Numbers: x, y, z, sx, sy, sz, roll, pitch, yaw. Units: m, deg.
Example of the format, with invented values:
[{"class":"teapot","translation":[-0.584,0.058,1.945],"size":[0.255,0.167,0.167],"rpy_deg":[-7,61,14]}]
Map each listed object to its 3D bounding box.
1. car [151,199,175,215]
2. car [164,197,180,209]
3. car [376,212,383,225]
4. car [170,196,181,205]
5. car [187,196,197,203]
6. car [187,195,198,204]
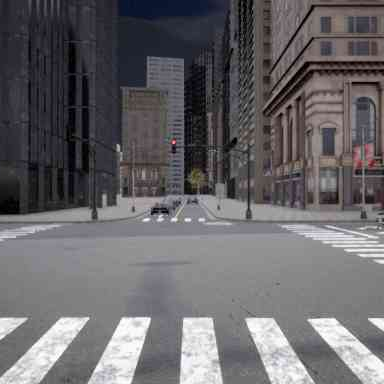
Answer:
[{"class":"car","translation":[-3.057,1.642,33.822],"size":[1.895,1.301,4.718],"rpy_deg":[0,0,0]},{"class":"car","translation":[-3.064,1.553,43.218],"size":[2.128,1.511,4.902],"rpy_deg":[0,0,0]},{"class":"car","translation":[14.243,1.480,20.940],"size":[4.902,1.511,2.128],"rpy_deg":[0,0,-2]},{"class":"car","translation":[-3.005,1.592,62.777],"size":[1.882,1.535,5.008],"rpy_deg":[0,0,0]},{"class":"car","translation":[-0.020,1.682,75.099],"size":[2.128,1.511,4.902],"rpy_deg":[0,0,0]},{"class":"car","translation":[0.092,1.474,65.202],"size":[2.097,1.767,4.553],"rpy_deg":[0,0,0]}]
